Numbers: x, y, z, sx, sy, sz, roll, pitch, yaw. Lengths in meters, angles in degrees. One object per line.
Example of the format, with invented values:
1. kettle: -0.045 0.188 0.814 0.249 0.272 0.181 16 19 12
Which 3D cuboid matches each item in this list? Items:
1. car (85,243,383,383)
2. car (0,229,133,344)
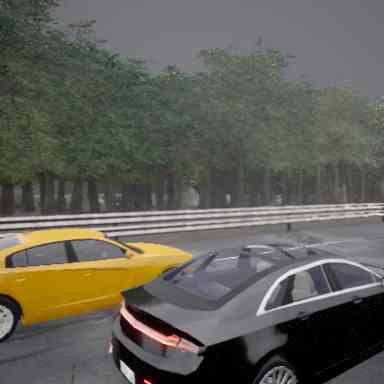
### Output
1. car: 1.367 1.479 4.532 4.902 1.511 2.128 0 0 -35
2. car: -2.229 1.450 6.323 5.008 1.535 1.882 0 0 -35
